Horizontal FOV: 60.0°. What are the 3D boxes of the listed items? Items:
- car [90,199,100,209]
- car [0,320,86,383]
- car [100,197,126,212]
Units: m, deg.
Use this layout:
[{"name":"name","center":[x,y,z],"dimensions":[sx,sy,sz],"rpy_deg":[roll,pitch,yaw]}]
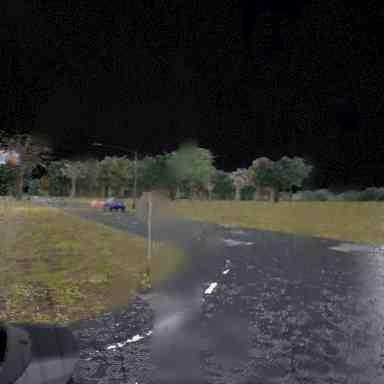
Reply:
[{"name":"car","center":[-16.125,1.979,57.501],"dimensions":[2.097,1.767,4.553],"rpy_deg":[2,-1,-28]},{"name":"car","center":[-3.045,1.563,1.607],"dimensions":[4.892,1.490,1.837],"rpy_deg":[0,-1,-28]},{"name":"car","center":[-11.259,1.811,48.357],"dimensions":[2.150,2.045,5.566],"rpy_deg":[2,-1,-28]}]
